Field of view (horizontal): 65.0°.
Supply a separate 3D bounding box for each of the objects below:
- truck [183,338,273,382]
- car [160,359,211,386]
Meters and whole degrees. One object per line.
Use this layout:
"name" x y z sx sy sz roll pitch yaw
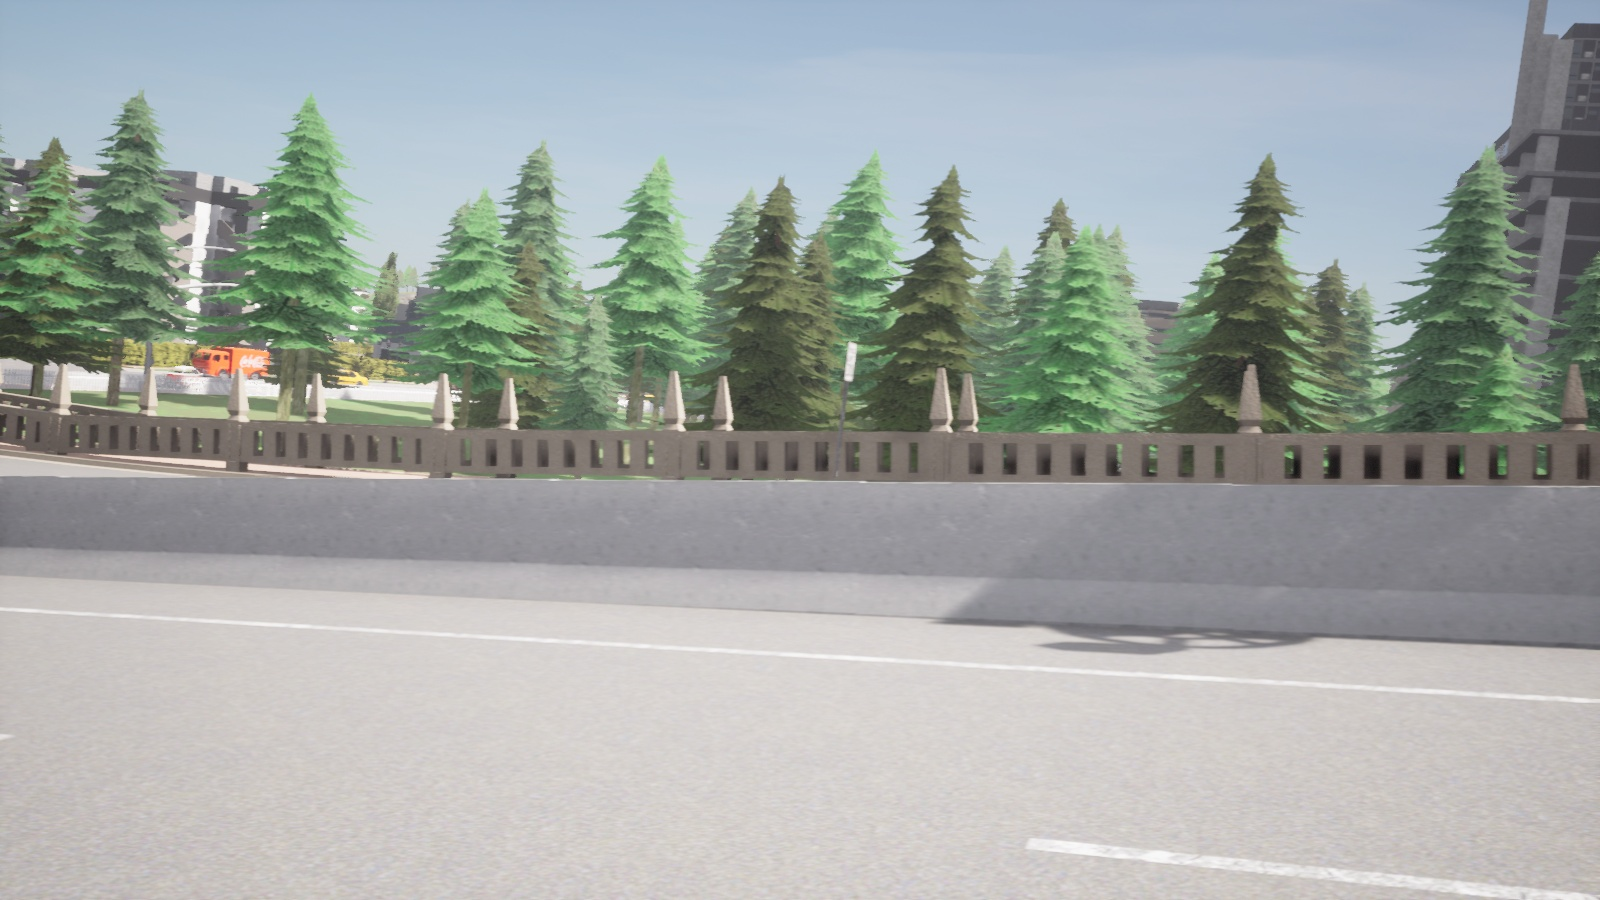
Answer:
"truck" -39.804 -6.227 87.527 2.627 2.467 5.204 8 3 20
"car" -36.902 -4.632 75.464 1.481 1.376 2.207 8 4 20
